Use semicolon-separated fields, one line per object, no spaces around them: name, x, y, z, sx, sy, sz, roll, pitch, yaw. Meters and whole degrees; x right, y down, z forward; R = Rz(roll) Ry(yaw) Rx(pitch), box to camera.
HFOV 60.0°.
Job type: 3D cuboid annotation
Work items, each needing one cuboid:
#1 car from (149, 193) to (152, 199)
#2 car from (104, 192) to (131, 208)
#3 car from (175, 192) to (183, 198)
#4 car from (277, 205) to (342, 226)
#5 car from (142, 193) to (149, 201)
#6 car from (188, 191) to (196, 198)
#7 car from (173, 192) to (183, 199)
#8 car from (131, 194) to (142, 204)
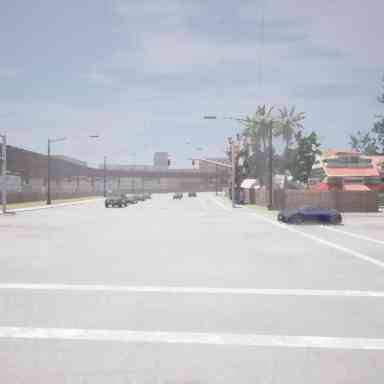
car;-10.426;0.897;76.589;1.812;1.442;4.674;0;1;0
car;-10.510;1.082;46.417;2.150;2.045;5.566;0;1;1
car;-3.416;0.709;87.213;1.994;1.385;4.181;0;1;0
car;8.093;1.563;23.006;4.181;1.385;1.994;0;0;-4
car;-10.436;1.142;66.257;1.994;1.385;4.181;0;1;0
car;0.083;0.519;86.851;2.097;1.767;4.553;0;1;0
car;-3.426;0.963;76.895;1.895;1.301;4.718;0;1;0
car;-10.446;1.286;56.539;2.033;1.411;5.357;0;1;0
